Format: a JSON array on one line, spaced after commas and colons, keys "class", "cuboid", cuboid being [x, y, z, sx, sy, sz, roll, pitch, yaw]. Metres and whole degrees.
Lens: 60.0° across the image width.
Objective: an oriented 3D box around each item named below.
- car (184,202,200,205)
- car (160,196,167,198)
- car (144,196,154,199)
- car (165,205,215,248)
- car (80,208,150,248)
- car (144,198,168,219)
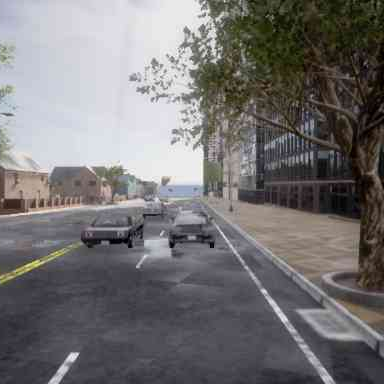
[{"class": "car", "cuboid": [0.000, 1.577, 29.658, 2.033, 1.411, 5.357, 0, 0, 0]}, {"class": "car", "cuboid": [-6.499, 1.632, 75.753, 2.033, 1.411, 5.357, 0, 0, 0]}, {"class": "car", "cuboid": [-9.749, 1.570, 75.753, 1.882, 1.535, 5.008, 0, 0, 0]}, {"class": "car", "cuboid": [0.000, 1.535, 14.654, 1.812, 1.442, 4.674, 0, 0, 0]}, {"class": "car", "cuboid": [-3.250, 1.618, 14.684, 1.895, 1.301, 4.718, 0, 0, 0]}, {"class": "car", "cuboid": [-3.250, 1.577, 29.658, 2.033, 1.411, 5.357, 0, 0, 0]}]
